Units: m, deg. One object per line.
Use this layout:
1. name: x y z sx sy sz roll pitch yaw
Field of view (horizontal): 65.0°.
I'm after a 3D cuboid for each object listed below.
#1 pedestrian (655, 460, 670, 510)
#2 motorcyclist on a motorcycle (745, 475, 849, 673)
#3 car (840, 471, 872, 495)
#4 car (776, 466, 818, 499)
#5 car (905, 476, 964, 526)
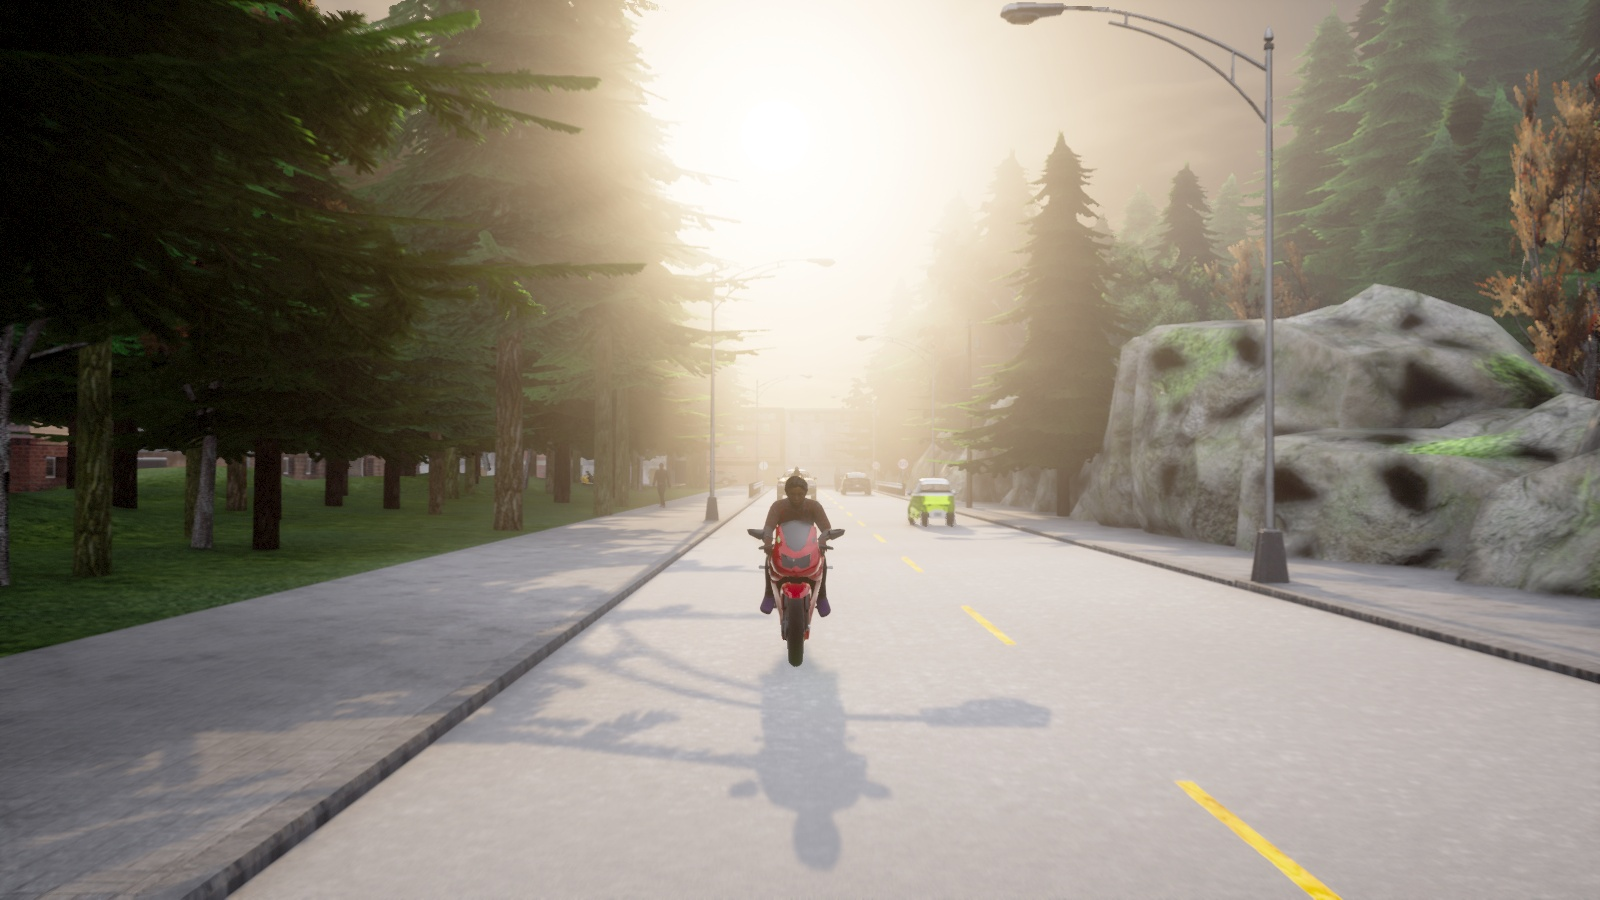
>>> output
1. pedestrian: -5.346 1.364 48.898 0.423 1.949 0.788 0 -1 7
2. motorcyclist on a motorcycle: -0.025 0.976 10.714 0.797 1.523 2.044 0 -1 0
3. car: 3.751 2.197 84.795 1.882 1.535 5.008 0 -1 0
4. car: -0.159 1.716 67.006 2.152 1.651 5.027 0 -1 0
5. car: 3.913 1.470 36.792 1.481 1.376 2.207 0 -1 0
